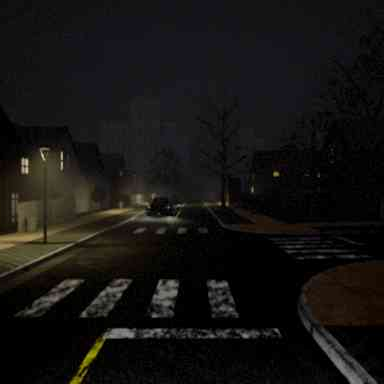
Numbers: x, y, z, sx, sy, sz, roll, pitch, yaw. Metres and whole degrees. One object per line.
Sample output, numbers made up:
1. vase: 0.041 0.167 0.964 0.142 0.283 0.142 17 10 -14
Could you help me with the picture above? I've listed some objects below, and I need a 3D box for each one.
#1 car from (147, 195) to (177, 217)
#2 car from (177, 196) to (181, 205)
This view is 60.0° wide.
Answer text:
1. car: -2.789 1.215 29.994 2.097 1.767 4.553 0 0 0
2. car: -2.719 1.291 51.969 1.812 1.442 4.674 0 0 0
